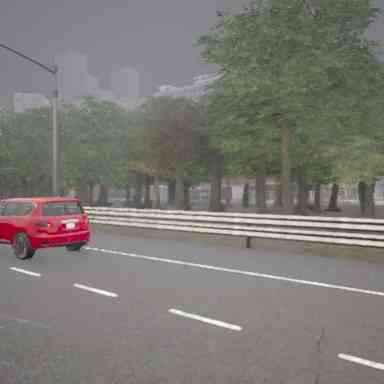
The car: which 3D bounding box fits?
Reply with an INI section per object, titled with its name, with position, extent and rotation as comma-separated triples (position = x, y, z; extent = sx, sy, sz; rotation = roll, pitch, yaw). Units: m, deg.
[car]
position = -6.224, 1.220, 12.626
extent = 5.566, 2.045, 2.150
rotation = 0, 0, 36
